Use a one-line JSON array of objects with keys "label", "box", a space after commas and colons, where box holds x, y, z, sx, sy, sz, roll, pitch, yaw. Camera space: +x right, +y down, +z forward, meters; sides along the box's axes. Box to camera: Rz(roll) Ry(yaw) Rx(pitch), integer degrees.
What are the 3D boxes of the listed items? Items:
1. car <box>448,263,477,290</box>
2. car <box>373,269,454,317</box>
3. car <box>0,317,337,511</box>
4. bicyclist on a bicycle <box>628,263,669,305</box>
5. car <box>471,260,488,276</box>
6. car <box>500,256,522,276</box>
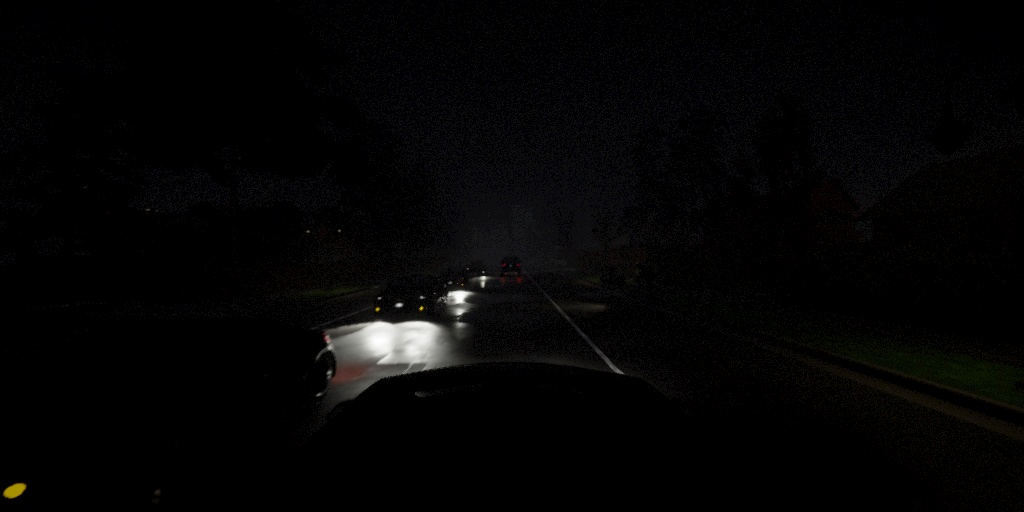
[{"label": "car", "box": [-3.708, 1.419, 23.544, 1.994, 1.385, 4.181, -1, 0, 0]}, {"label": "car", "box": [-3.660, 1.399, 13.587, 1.994, 1.385, 4.181, -1, 0, 0]}, {"label": "car", "box": [-3.612, 1.380, 3.677, 1.994, 1.385, 4.181, -1, 0, 0]}, {"label": "bicyclist on a bicycle", "box": [5.290, 1.046, 14.126, 1.656, 1.620, 0.582, -10, 0, 0]}, {"label": "car", "box": [-3.738, 1.235, 38.769, 2.097, 1.767, 4.553, -1, 0, 0]}, {"label": "car", "box": [-0.102, 1.044, 38.664, 2.150, 2.045, 5.566, -1, 0, 0]}]
